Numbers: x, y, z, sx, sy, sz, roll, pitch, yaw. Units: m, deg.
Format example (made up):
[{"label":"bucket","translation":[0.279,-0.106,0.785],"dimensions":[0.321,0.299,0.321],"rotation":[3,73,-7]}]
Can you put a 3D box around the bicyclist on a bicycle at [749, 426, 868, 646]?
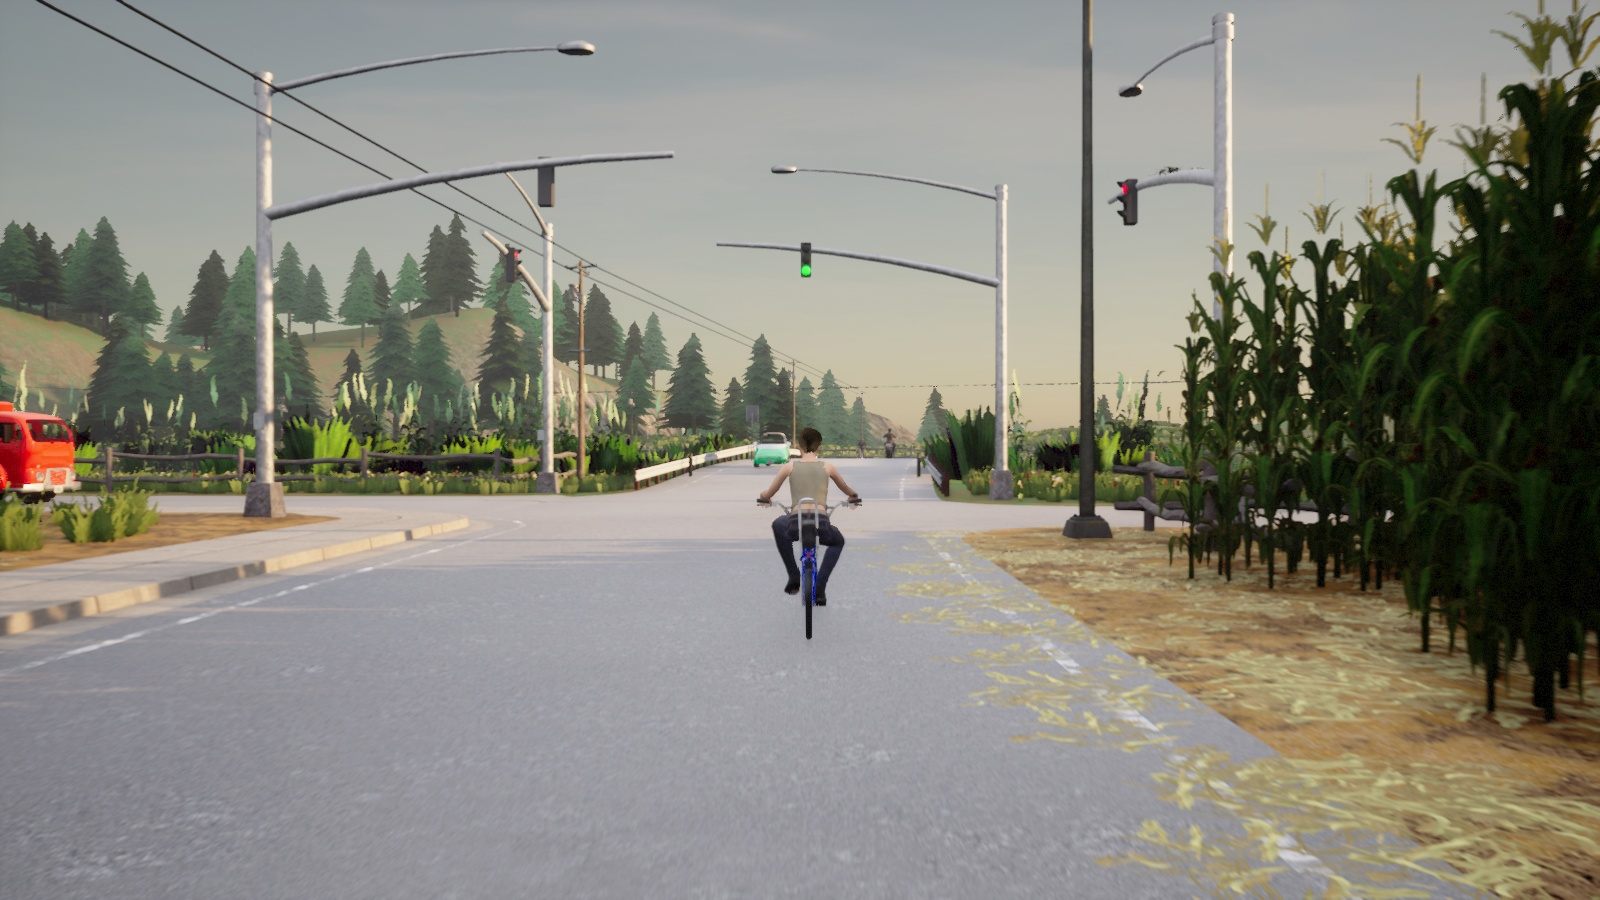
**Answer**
[{"label":"bicyclist on a bicycle","translation":[0.073,0.627,9.960],"dimensions":[0.866,1.612,1.509],"rotation":[0,0,1]}]

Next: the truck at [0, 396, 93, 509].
[{"label":"truck","translation":[-19.638,0.046,28.945],"dimensions":[5.204,2.467,2.627],"rotation":[0,0,3]}]

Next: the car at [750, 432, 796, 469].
[{"label":"car","translation":[-1.040,-0.005,49.384],"dimensions":[1.481,1.376,2.207],"rotation":[0,2,7]}]
